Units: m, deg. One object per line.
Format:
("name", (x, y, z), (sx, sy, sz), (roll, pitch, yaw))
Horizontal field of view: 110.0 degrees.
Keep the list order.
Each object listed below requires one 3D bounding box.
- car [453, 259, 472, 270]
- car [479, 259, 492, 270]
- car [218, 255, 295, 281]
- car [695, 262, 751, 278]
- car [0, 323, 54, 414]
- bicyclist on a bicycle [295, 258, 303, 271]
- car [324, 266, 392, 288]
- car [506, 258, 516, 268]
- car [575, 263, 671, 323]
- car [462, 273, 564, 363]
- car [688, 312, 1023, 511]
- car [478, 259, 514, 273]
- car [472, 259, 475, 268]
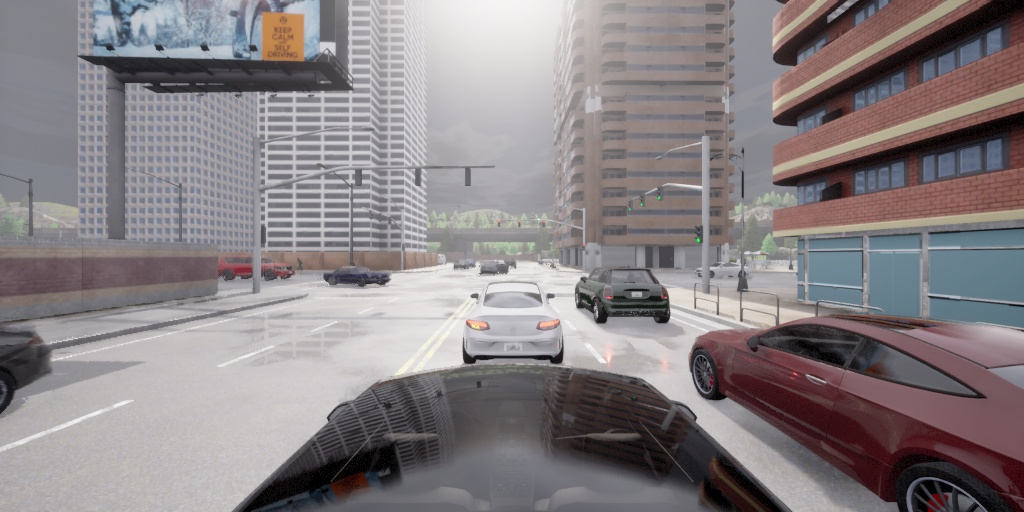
("car", (-7.498, 1.228, 52.970), (1.882, 1.535, 5.008), (0, 0, 0))
("car", (-4.012, 1.276, 55.012), (1.812, 1.442, 4.674), (0, 0, -1))
("car", (-20.869, 0.970, 29.280), (5.566, 2.045, 2.150), (0, 0, 0))
("car", (19.387, 1.276, 33.064), (4.674, 1.442, 1.812), (0, 0, 0))
("car", (-7.091, 1.276, 2.858), (1.812, 1.442, 4.674), (0, 0, 0))
("bicyclist on a bicycle", (-25.974, 1.051, 43.748), (0.582, 1.620, 1.656), (0, 0, 0))
("car", (-10.202, 1.351, 23.706), (4.718, 1.301, 1.895), (0, 0, 30))
("car", (-0.385, 1.102, 60.834), (2.097, 1.767, 4.553), (0, 0, 0))
("car", (3.499, 1.102, 12.201), (2.097, 1.767, 4.553), (0, 0, 0))
("car", (0.017, 1.276, 7.986), (1.812, 1.442, 4.674), (0, 0, 0))
("car", (3.580, 1.276, 3.482), (1.812, 1.442, 4.674), (0, 0, 0))
("car", (-1.822, 1.314, 38.987), (1.994, 1.385, 4.181), (0, 0, 23))
("car", (-7.549, 1.228, 62.991), (1.882, 1.535, 5.008), (0, 0, 0))
